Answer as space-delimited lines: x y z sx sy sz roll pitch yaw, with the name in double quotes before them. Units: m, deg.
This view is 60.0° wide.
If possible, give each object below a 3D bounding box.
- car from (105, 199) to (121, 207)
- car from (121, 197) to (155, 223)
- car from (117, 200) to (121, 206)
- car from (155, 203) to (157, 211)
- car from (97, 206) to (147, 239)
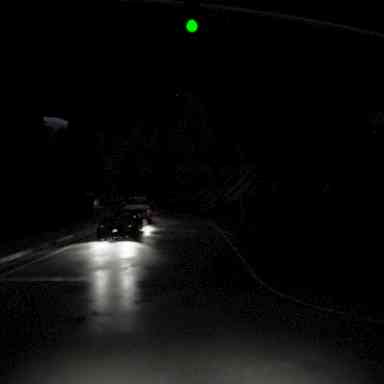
"car" -12.378 1.878 54.724 4.902 1.511 2.128 0 -1 42
"car" -4.528 1.417 27.629 2.150 2.045 5.566 0 0 -10
"car" -6.902 1.864 37.266 1.895 1.301 4.718 0 0 -19
"car" -6.626 1.680 46.422 2.097 1.767 4.553 0 0 -27
"car" -3.774 1.692 18.001 1.994 1.385 4.181 0 0 -2
